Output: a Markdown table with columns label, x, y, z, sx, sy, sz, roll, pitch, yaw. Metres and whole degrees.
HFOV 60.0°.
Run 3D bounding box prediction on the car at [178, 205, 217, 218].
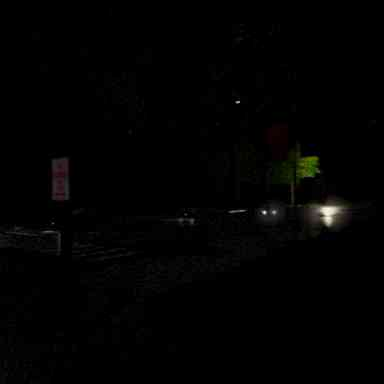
| label | x | y | z | sx | sy | sz | roll | pitch | yaw |
| --- | --- | --- | --- | --- | --- | --- | --- | --- | --- |
| car | 0.634 | 2.001 | 35.104 | 1.895 | 1.301 | 4.718 | -1 | -1 | 36 |

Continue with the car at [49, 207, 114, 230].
| label | x | y | z | sx | sy | sz | roll | pitch | yaw |
| --- | --- | --- | --- | --- | --- | --- | --- | --- | --- |
| car | -7.674 | 1.788 | 23.507 | 1.812 | 1.442 | 4.674 | -1 | -1 | 36 |

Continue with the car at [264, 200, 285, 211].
| label | x | y | z | sx | sy | sz | roll | pitch | yaw |
| --- | --- | --- | --- | --- | --- | --- | --- | --- | --- |
| car | 13.005 | 2.088 | 52.266 | 1.882 | 1.535 | 5.008 | -1 | -2 | 36 |
